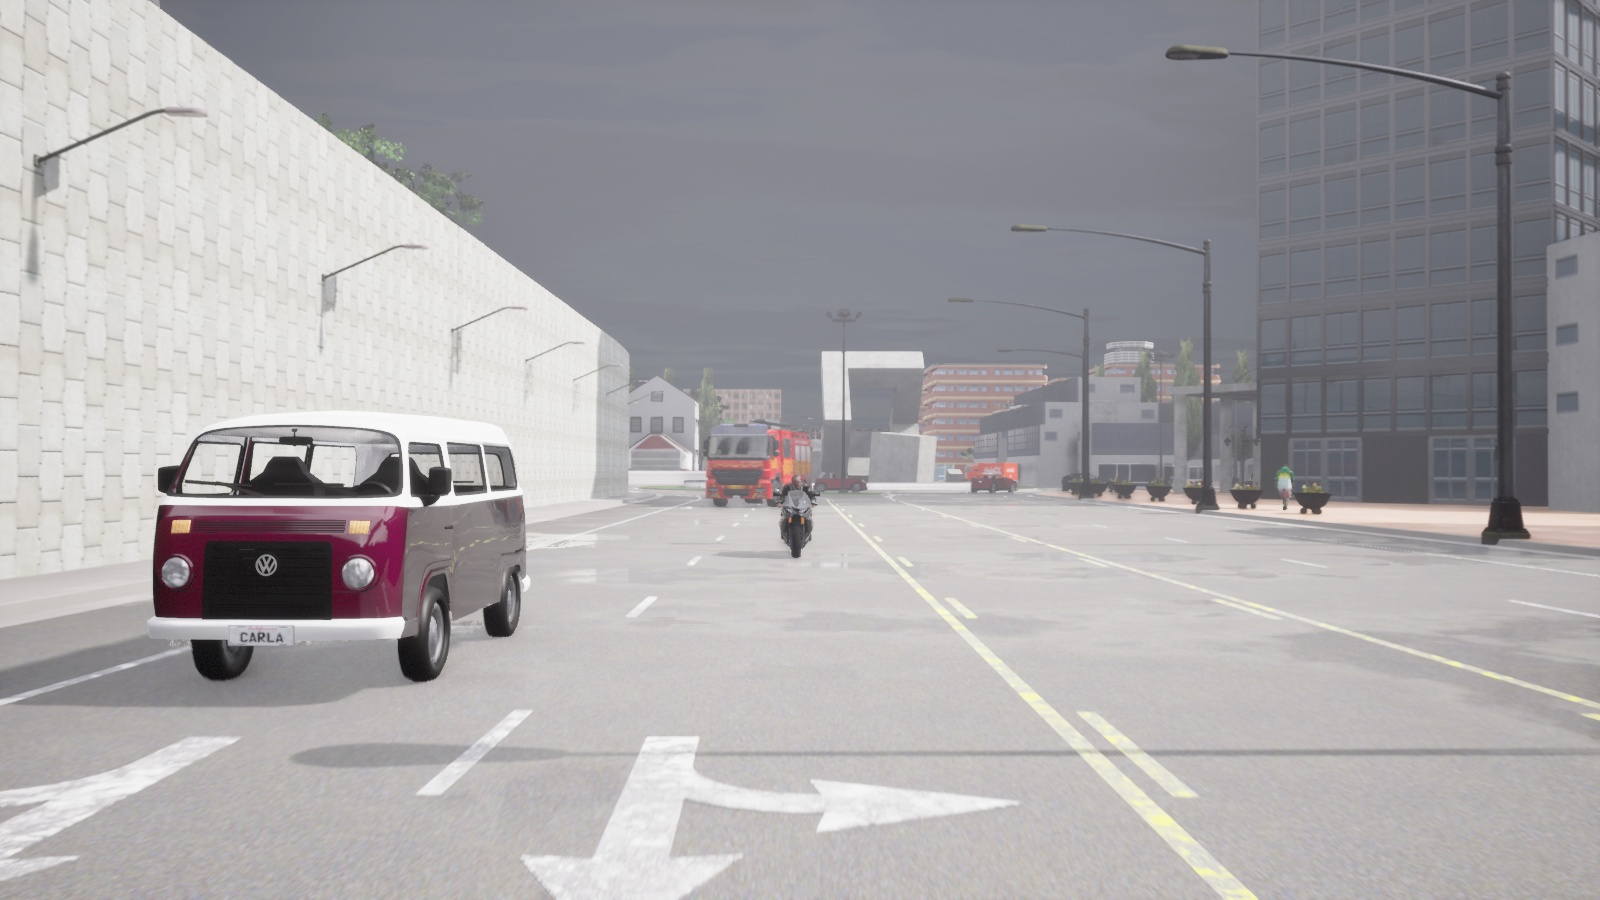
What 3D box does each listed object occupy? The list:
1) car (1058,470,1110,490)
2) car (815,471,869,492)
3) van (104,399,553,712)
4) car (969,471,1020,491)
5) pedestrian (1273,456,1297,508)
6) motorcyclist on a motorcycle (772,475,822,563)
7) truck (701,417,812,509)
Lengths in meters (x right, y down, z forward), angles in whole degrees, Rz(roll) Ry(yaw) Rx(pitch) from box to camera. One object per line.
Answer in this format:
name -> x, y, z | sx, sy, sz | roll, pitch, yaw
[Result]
car -> 21.762, 2.283, 96.072 | 2.007, 1.525, 4.514 | -1, -1, 40
car -> 3.009, 2.278, 90.215 | 3.806, 1.475, 1.970 | 0, -1, 4
van -> -3.526, 0.728, 10.474 | 2.069, 2.038, 4.480 | 0, -1, 0
car -> 14.504, 2.286, 93.415 | 1.970, 1.475, 3.806 | -1, -1, 43
pedestrian -> 18.520, 1.220, 47.963 | 0.659, 1.952, 0.873 | -1, -1, 35
motorcyclist on a motorcycle -> -0.056, 1.240, 23.281 | 0.866, 1.530, 2.191 | 0, -1, 0
truck -> -1.794, 0.604, 56.579 | 2.891, 3.827, 8.468 | 0, -1, 13
